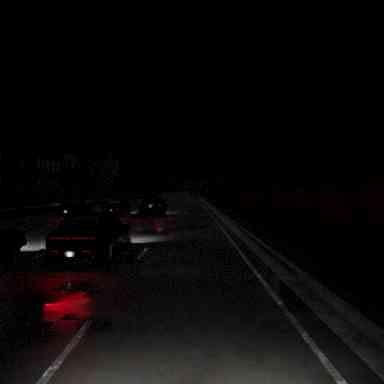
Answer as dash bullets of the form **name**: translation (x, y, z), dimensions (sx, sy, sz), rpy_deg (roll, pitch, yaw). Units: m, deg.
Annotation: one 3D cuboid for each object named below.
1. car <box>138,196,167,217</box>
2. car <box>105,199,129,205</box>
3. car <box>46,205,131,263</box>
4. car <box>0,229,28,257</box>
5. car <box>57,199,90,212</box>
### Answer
- **car**: translation (-3.413, 1.203, 29.470), dimensions (2.097, 1.767, 4.553), rpy_deg (0, 0, 0)
- **car**: translation (-6.920, 1.370, 30.737), dimensions (1.812, 1.442, 4.674), rpy_deg (0, 0, 0)
- **car**: translation (-3.415, 1.447, 11.709), dimensions (1.837, 1.490, 4.892), rpy_deg (0, 1, 0)
- **car**: translation (-6.917, 1.499, 9.650), dimensions (2.033, 1.411, 5.357), rpy_deg (0, 0, 0)
- **car**: translation (-10.411, 1.355, 29.768), dimensions (1.837, 1.490, 4.892), rpy_deg (0, 0, 0)
